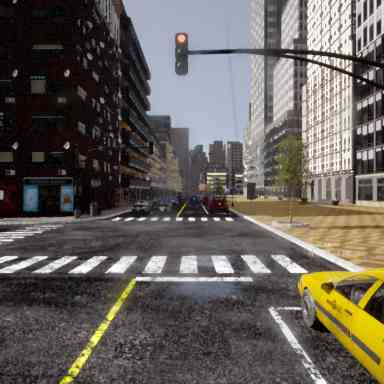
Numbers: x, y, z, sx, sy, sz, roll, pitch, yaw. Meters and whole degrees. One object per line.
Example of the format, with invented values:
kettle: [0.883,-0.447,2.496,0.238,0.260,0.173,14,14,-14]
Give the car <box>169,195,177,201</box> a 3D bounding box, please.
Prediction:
car: [-5.285,1.644,91.677,1.887,1.381,4.507,0,0,0]

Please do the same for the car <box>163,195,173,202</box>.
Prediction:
car: [-5.360,1.507,75.098,1.967,1.590,4.097,0,0,0]

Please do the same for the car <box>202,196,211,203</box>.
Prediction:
car: [2.996,1.602,69.534,1.887,1.381,4.507,0,0,0]

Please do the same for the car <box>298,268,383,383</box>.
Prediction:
car: [2.704,1.525,4.133,1.752,1.417,4.829,0,0,0]

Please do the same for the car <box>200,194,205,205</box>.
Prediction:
car: [2.946,1.354,58.481,2.192,1.841,5.009,0,0,0]

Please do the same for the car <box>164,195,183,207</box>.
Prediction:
car: [-2.874,1.574,50.558,2.033,1.411,5.357,0,0,0]

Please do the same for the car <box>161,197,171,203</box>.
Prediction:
car: [-5.384,1.639,69.572,1.802,1.307,4.206,0,0,0]

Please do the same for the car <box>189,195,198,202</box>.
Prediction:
car: [0.346,1.569,76.579,1.837,1.490,4.892,0,0,0]

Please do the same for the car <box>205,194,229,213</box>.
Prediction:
car: [2.847,1.327,36.375,2.192,1.841,5.009,0,0,0]

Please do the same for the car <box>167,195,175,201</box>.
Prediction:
car: [-5.310,1.613,85.982,1.752,1.417,4.829,0,0,0]

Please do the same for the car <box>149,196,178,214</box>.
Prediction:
car: [-2.943,1.502,35.146,2.128,1.511,4.902,0,0,0]

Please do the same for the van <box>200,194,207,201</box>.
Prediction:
van: [3.094,1.441,91.640,1.690,1.788,3.998,0,0,0]

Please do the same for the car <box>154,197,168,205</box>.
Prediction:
car: [-5.433,1.584,58.518,1.887,1.381,4.507,0,0,0]

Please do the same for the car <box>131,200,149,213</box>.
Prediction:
car: [-5.531,1.563,36.412,2.008,1.369,4.403,0,0,0]

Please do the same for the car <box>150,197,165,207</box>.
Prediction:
car: [-5.457,1.581,52.992,2.008,1.369,4.403,0,0,0]

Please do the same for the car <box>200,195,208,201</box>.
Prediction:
car: [3.072,1.613,86.284,1.752,1.417,4.829,0,0,0]

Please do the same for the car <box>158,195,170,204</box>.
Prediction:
car: [-5.409,1.488,64.045,1.967,1.590,4.097,0,0,0]

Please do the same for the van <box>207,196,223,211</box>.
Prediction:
van: [2.872,1.358,41.901,1.690,1.788,3.998,0,0,0]

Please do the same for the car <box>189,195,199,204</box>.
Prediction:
car: [0.398,1.404,66.684,2.097,1.767,4.553,0,0,0]
